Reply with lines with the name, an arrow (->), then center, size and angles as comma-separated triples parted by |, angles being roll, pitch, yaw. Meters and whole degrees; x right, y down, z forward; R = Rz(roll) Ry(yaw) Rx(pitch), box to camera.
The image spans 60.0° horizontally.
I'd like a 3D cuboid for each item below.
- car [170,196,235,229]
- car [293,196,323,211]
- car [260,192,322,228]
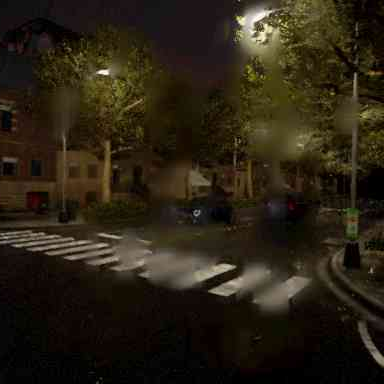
car -> 0.709, 1.091, 19.737 | 2.097, 1.767, 4.553 | 2, 1, 35
car -> 12.982, 1.225, 36.980 | 1.882, 1.535, 5.008 | 2, 1, 35
car -> 6.275, 1.048, 21.281 | 2.150, 2.045, 5.566 | 2, 1, 36
